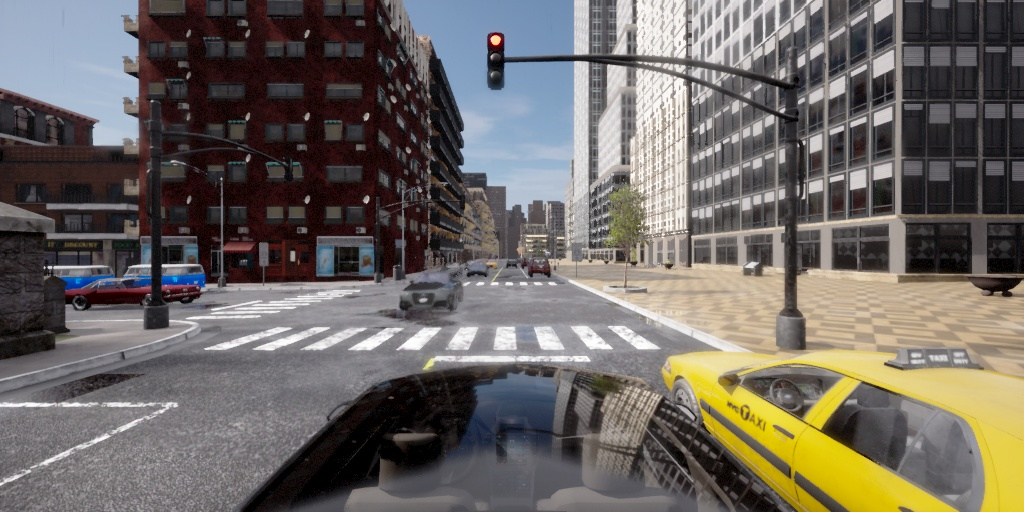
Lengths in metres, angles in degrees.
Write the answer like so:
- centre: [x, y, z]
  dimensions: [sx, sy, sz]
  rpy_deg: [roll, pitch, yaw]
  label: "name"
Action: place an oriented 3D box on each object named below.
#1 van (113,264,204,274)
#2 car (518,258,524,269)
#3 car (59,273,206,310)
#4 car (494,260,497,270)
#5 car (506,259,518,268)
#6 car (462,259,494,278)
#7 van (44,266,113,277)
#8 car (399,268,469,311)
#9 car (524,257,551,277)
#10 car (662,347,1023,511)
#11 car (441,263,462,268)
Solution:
- centre: [-20.810, 1.391, 21.502]
  dimensions: [3.998, 1.789, 1.690]
  rpy_deg: [0, 0, -1]
  label: "van"
- centre: [2.566, 1.099, 56.901]
  dimensions: [2.192, 1.841, 5.009]
  rpy_deg: [0, 0, 0]
  label: "car"
- centre: [-16.578, 1.603, 15.758]
  dimensions: [4.718, 1.301, 1.895]
  rpy_deg: [-1, 0, -1]
  label: "car"
- centre: [-3.208, 1.257, 53.515]
  dimensions: [1.882, 1.535, 5.008]
  rpy_deg: [0, 0, 0]
  label: "car"
- centre: [-0.037, 1.298, 62.960]
  dimensions: [1.837, 1.490, 4.892]
  rpy_deg: [0, -1, 0]
  label: "car"
- centre: [-3.173, 1.307, 34.312]
  dimensions: [2.033, 1.411, 5.357]
  rpy_deg: [0, 0, 0]
  label: "car"
- centre: [-26.348, 1.481, 21.439]
  dimensions: [3.998, 1.789, 1.690]
  rpy_deg: [0, 0, -1]
  label: "van"
- centre: [-3.136, 1.361, 14.656]
  dimensions: [1.994, 1.385, 4.181]
  rpy_deg: [0, 0, 0]
  label: "car"
- centre: [2.616, 1.074, 34.796]
  dimensions: [2.192, 1.841, 5.009]
  rpy_deg: [0, 0, 0]
  label: "car"
- centre: [2.690, 1.275, 2.554]
  dimensions: [1.751, 1.417, 4.829]
  rpy_deg: [0, 0, 0]
  label: "car"
- centre: [-5.764, 1.310, 34.777]
  dimensions: [2.007, 1.370, 4.403]
  rpy_deg: [0, 0, 0]
  label: "car"
